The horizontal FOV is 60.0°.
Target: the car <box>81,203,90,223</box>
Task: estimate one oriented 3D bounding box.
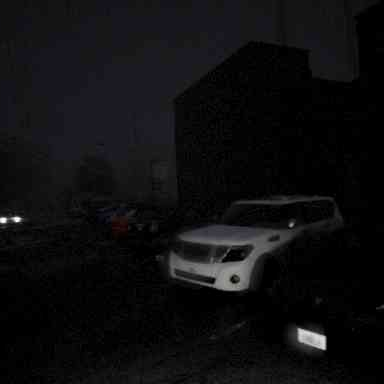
[{"bbox_3d":[-5.265,1.693,25.037,5.008,1.535,2.097,-1,-1,-44],"label":"car"}]

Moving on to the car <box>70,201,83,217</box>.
[{"bbox_3d":[-9.044,1.849,33.143,5.366,1.575,1.946,-1,0,-44],"label":"car"}]

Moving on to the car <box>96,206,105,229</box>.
[{"bbox_3d":[-2.826,1.631,19.542,4.674,1.452,2.002,-1,0,-44],"label":"car"}]

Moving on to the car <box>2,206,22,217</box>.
[{"bbox_3d":[-23.938,2.596,44.318,1.895,1.301,4.718,-2,0,-22],"label":"car"}]

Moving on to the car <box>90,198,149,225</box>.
[{"bbox_3d":[-4.018,1.515,22.307,4.553,1.767,2.185,-1,0,-44],"label":"car"}]

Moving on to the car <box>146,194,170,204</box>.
[{"bbox_3d":[-7.810,1.585,76.616,5.566,2.045,2.435,-3,-1,45],"label":"car"}]

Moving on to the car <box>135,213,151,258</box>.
[{"bbox_3d":[0.787,1.471,11.275,4.792,1.488,2.163,-1,0,-44],"label":"car"}]

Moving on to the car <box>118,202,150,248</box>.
[{"bbox_3d":[-0.439,1.365,14.030,4.553,1.767,2.185,-1,-1,-44],"label":"car"}]

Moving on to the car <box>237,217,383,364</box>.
[{"bbox_3d":[3.202,1.376,5.781,4.792,1.488,2.163,-1,0,-44],"label":"car"}]

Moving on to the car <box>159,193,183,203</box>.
[{"bbox_3d":[-5.030,1.471,77.891,5.566,2.045,2.435,-3,-1,44],"label":"car"}]

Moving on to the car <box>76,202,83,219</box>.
[{"bbox_3d":[-7.683,1.836,30.529,4.674,1.452,2.002,-1,0,-44],"label":"car"}]

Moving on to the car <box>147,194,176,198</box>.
[{"bbox_3d":[-5.994,1.495,58.667,5.566,2.045,2.435,-1,1,45],"label":"car"}]

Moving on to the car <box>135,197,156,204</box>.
[{"bbox_3d":[-10.525,1.977,75.314,4.792,1.488,2.163,-3,-1,45],"label":"car"}]

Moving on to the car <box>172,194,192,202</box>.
[{"bbox_3d":[-2.341,1.487,79.224,4.553,1.767,2.185,-4,-1,45],"label":"car"}]

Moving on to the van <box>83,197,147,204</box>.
[{"bbox_3d":[-6.398,1.517,27.869,4.442,1.987,1.878,-1,-1,-44],"label":"van"}]

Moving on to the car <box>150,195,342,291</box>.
[{"bbox_3d":[1.987,1.142,8.530,5.566,2.045,2.435,-1,0,-44],"label":"car"}]

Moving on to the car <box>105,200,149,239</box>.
[{"bbox_3d":[-1.649,1.415,16.777,4.553,1.767,2.185,-1,-1,-44],"label":"car"}]

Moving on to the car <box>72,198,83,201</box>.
[{"bbox_3d":[-11.351,1.701,38.789,5.566,2.045,2.435,-1,-1,-44],"label":"car"}]
